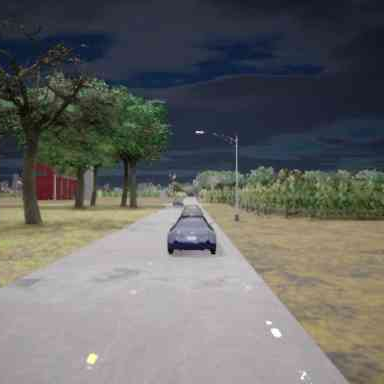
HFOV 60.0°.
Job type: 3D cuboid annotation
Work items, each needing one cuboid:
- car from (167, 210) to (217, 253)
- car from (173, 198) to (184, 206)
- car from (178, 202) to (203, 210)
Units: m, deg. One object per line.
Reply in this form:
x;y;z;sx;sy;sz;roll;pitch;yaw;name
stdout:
0.004;1.702;14.317;1.994;1.385;4.181;0;0;0;car
-2.736;1.951;66.701;2.097;1.767;4.553;0;0;0;car
0.011;1.841;29.345;1.994;1.385;4.181;0;0;0;car
